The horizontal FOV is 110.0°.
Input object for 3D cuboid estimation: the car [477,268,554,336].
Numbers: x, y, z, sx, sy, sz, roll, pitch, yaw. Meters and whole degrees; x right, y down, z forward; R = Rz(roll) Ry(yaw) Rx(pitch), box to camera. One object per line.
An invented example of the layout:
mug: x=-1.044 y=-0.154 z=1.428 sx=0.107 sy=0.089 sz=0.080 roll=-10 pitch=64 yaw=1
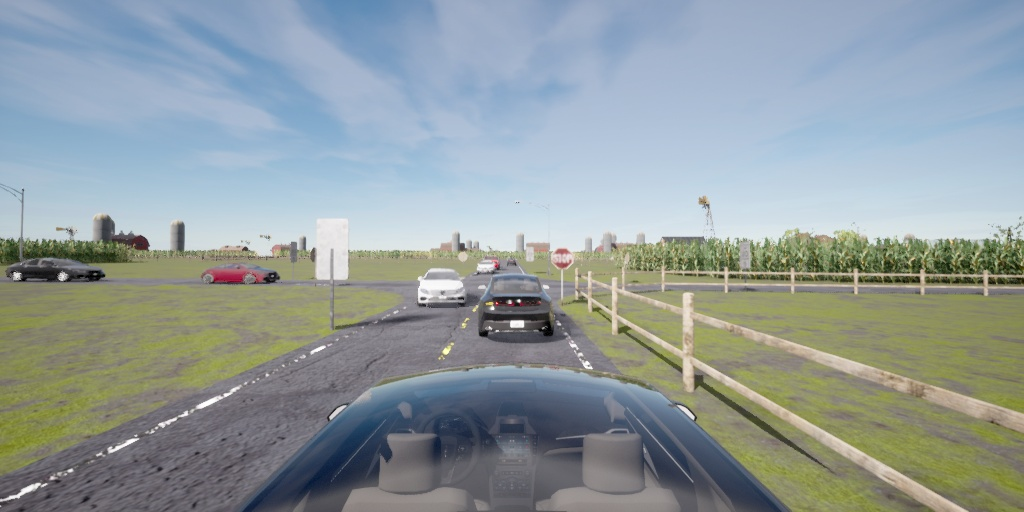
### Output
car: x=0.066 y=1.253 z=10.325 sx=1.837 sy=1.490 sz=4.892 roll=0 pitch=0 yaw=-1

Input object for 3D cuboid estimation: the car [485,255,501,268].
car: x=-2.889 y=0.933 z=50.506 sx=2.150 sy=2.045 sz=5.566 roll=0 pitch=0 yaw=0

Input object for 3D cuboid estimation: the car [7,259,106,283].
car: x=-29.529 y=0.924 z=23.310 sx=4.892 sy=1.490 sz=1.837 roll=0 pitch=-1 yaw=0

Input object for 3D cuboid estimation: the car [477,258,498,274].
car: x=-2.880 y=1.252 z=40.568 sx=1.812 sy=1.442 sz=4.674 roll=0 pitch=0 yaw=0

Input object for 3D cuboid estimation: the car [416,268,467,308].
car: x=-3.025 y=1.274 z=15.533 sx=1.812 sy=1.442 sz=4.674 roll=1 pitch=0 yaw=-12

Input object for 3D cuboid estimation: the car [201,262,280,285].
car: x=-17.527 y=1.108 z=23.277 sx=4.181 sy=1.385 sz=1.994 roll=1 pitch=-1 yaw=0
